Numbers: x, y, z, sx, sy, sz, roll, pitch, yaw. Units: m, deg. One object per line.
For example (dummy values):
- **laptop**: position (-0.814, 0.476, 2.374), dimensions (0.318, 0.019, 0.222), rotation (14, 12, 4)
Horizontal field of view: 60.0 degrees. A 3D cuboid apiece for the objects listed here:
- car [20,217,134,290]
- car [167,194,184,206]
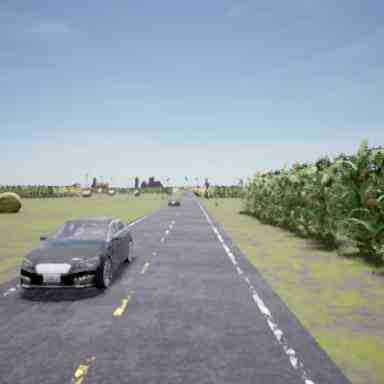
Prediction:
- **car**: position (-2.854, 1.487, 9.213), dimensions (2.128, 1.511, 4.902), rotation (0, 0, 0)
- **car**: position (-2.820, 1.417, 52.220), dimensions (2.128, 1.511, 4.902), rotation (0, 0, 0)
